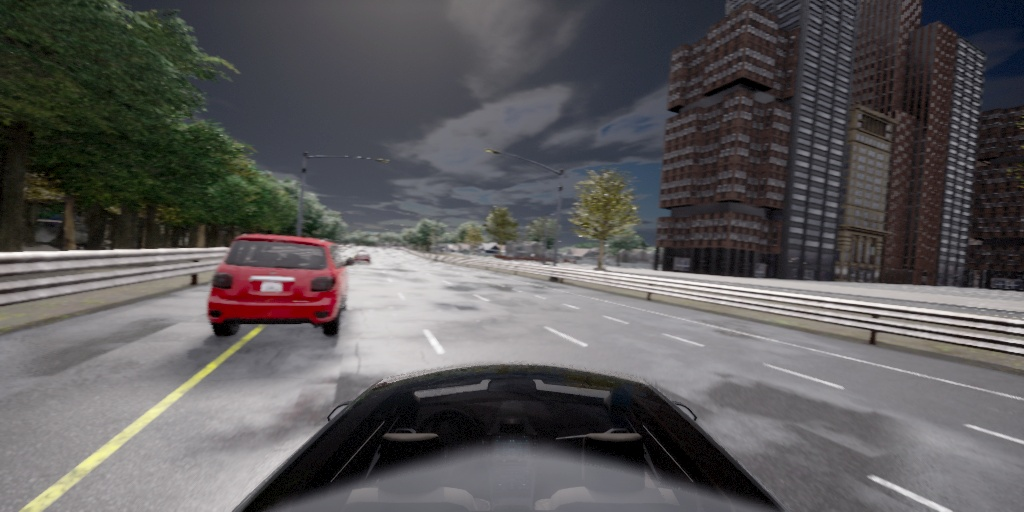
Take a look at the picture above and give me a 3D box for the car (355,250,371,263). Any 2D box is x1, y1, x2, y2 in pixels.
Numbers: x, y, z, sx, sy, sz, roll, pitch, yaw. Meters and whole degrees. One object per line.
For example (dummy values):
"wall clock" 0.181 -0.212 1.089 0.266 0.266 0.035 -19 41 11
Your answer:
"car" -18.807 0.092 45.240 1.994 1.385 4.181 5 -1 -22

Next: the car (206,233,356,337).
"car" -5.221 0.561 8.758 2.150 2.045 5.566 5 0 -22
